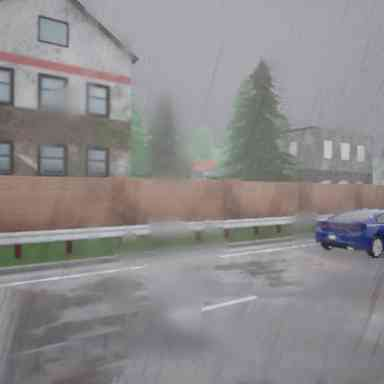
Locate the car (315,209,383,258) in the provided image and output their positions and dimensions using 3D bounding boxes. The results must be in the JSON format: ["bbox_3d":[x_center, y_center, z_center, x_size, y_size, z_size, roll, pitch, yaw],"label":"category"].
[{"bbox_3d":[6.738,1.367,12.362,5.008,1.535,1.882,1,1,-33],"label":"car"}]
